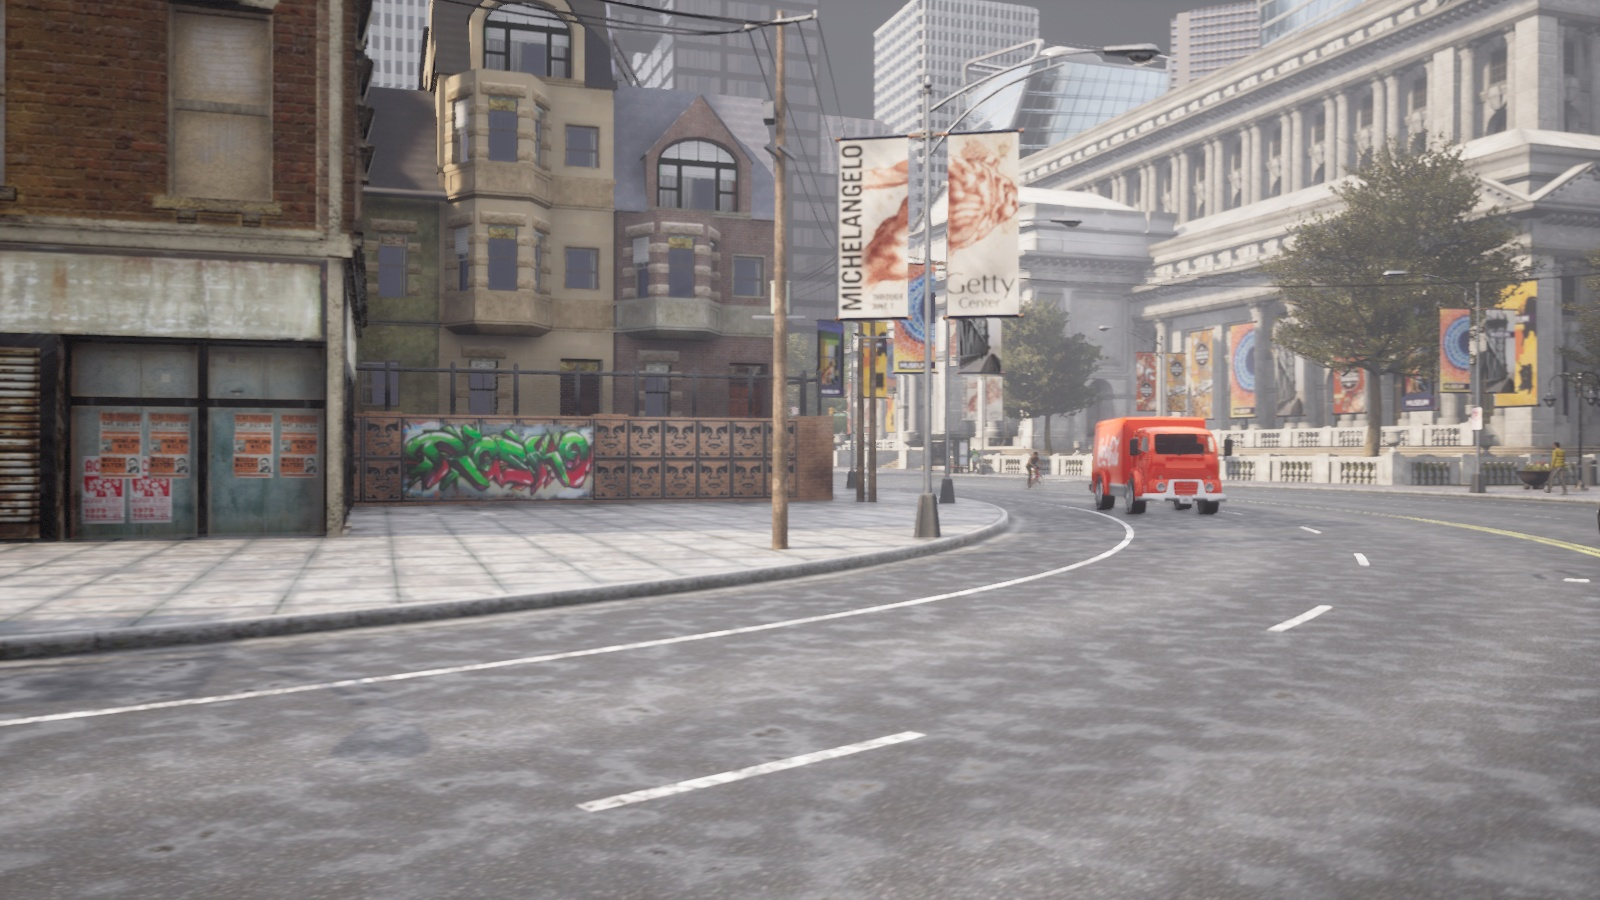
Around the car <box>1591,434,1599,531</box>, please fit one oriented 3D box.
[{"bbox_3d":[14.018,0.549,19.236,2.152,1.651,5.027,0,0,19],"label":"car"}]

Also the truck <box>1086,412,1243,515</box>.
[{"bbox_3d":[9.315,0.341,32.654,2.627,2.467,5.204,0,0,1],"label":"truck"}]

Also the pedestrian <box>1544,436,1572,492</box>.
[{"bbox_3d":[25.253,0.471,41.847,0.431,1.840,0.709,0,0,-11],"label":"pedestrian"}]
